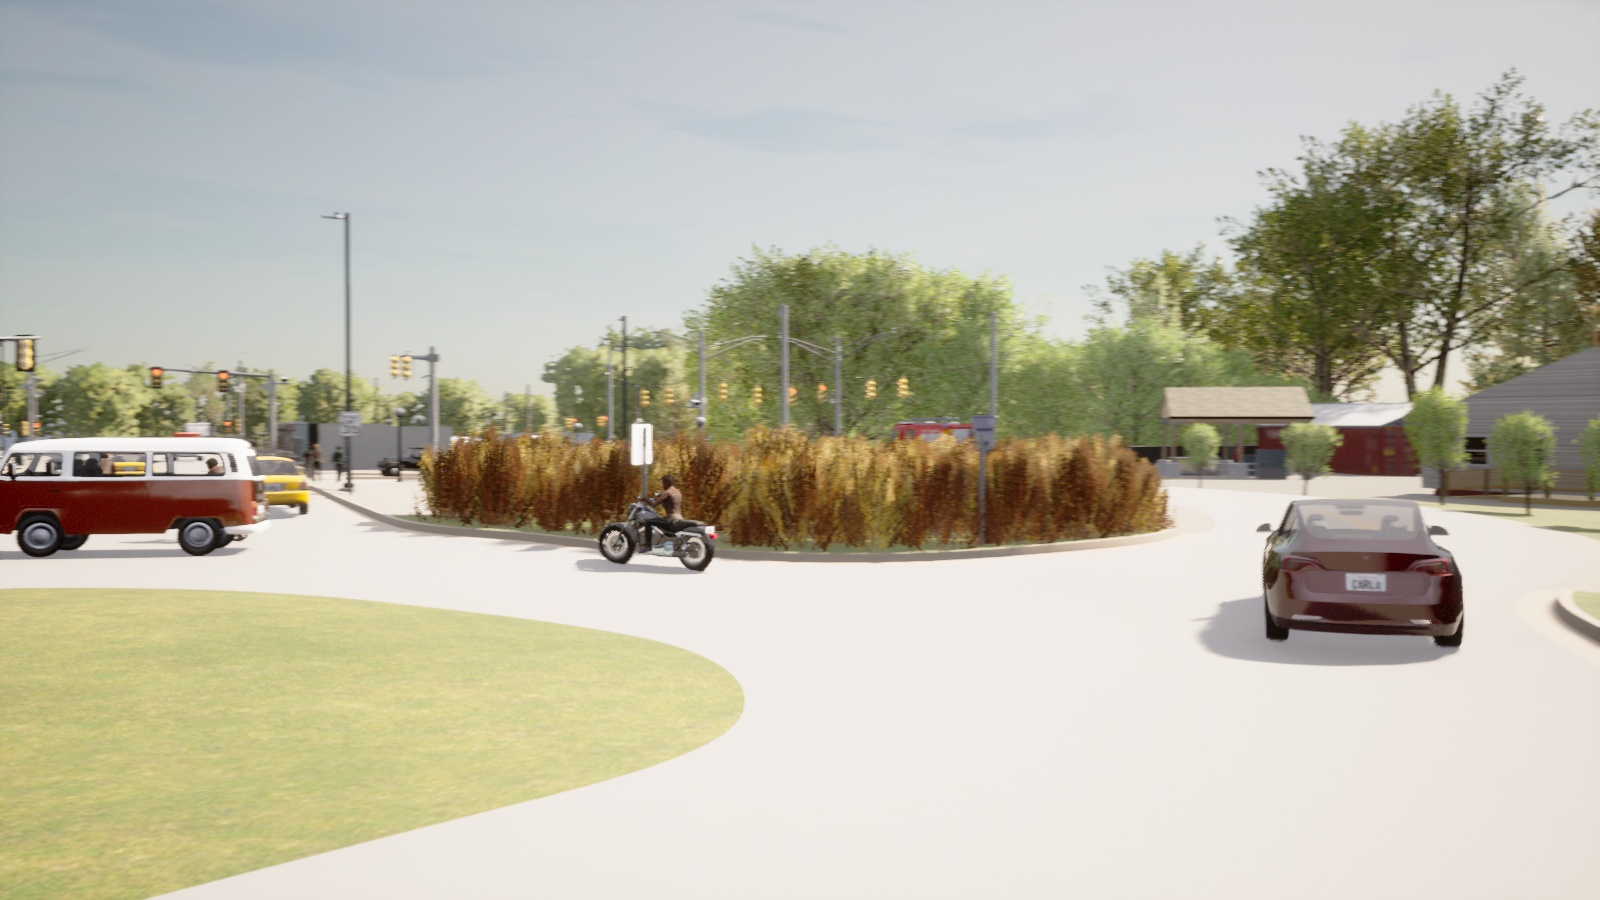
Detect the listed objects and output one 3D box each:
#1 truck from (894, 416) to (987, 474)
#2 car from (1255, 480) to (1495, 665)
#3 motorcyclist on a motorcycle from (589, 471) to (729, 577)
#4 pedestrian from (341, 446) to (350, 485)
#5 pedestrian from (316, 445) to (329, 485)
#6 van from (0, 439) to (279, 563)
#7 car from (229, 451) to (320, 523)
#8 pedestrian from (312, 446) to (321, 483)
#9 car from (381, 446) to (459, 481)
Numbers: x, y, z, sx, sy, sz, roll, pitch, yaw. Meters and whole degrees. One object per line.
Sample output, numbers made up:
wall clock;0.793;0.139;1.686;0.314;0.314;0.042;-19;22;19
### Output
truck;9.790;-0.407;88.606;2.891;3.827;8.468;-1;1;-21
car;6.571;1.245;14.737;2.163;1.488;4.792;-1;2;22
motorcyclist on a motorcycle;-2.424;1.231;21.519;2.350;1.649;0.766;2;1;29
pedestrian;-21.754;0.758;60.113;0.353;1.847;0.614;-1;1;-15
pedestrian;-22.038;0.689;57.990;0.331;1.846;0.634;0;1;2
van;-11.753;0.844;22.121;4.480;2.038;2.069;0;0;-14
car;-13.550;0.867;32.217;1.801;1.575;5.366;-1;1;-26
pedestrian;-25.061;0.747;65.057;0.402;1.930;0.666;-1;1;-24
car;-21.703;0.761;71.773;3.866;1.878;1.905;1;0;-30
